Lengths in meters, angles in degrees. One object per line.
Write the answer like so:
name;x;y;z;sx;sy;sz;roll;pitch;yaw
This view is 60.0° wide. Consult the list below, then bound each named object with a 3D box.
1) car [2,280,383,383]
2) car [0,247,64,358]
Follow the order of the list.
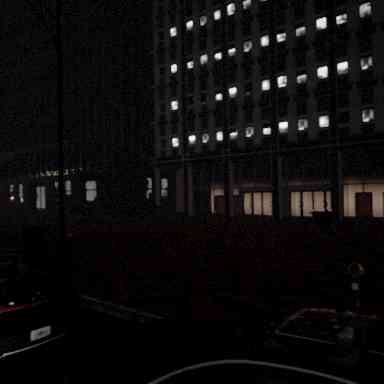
car;0.808;1.554;2.317;4.403;1.369;2.008;-1;-1;36
car;-3.716;1.598;5.562;4.403;1.369;2.008;-1;-1;36
